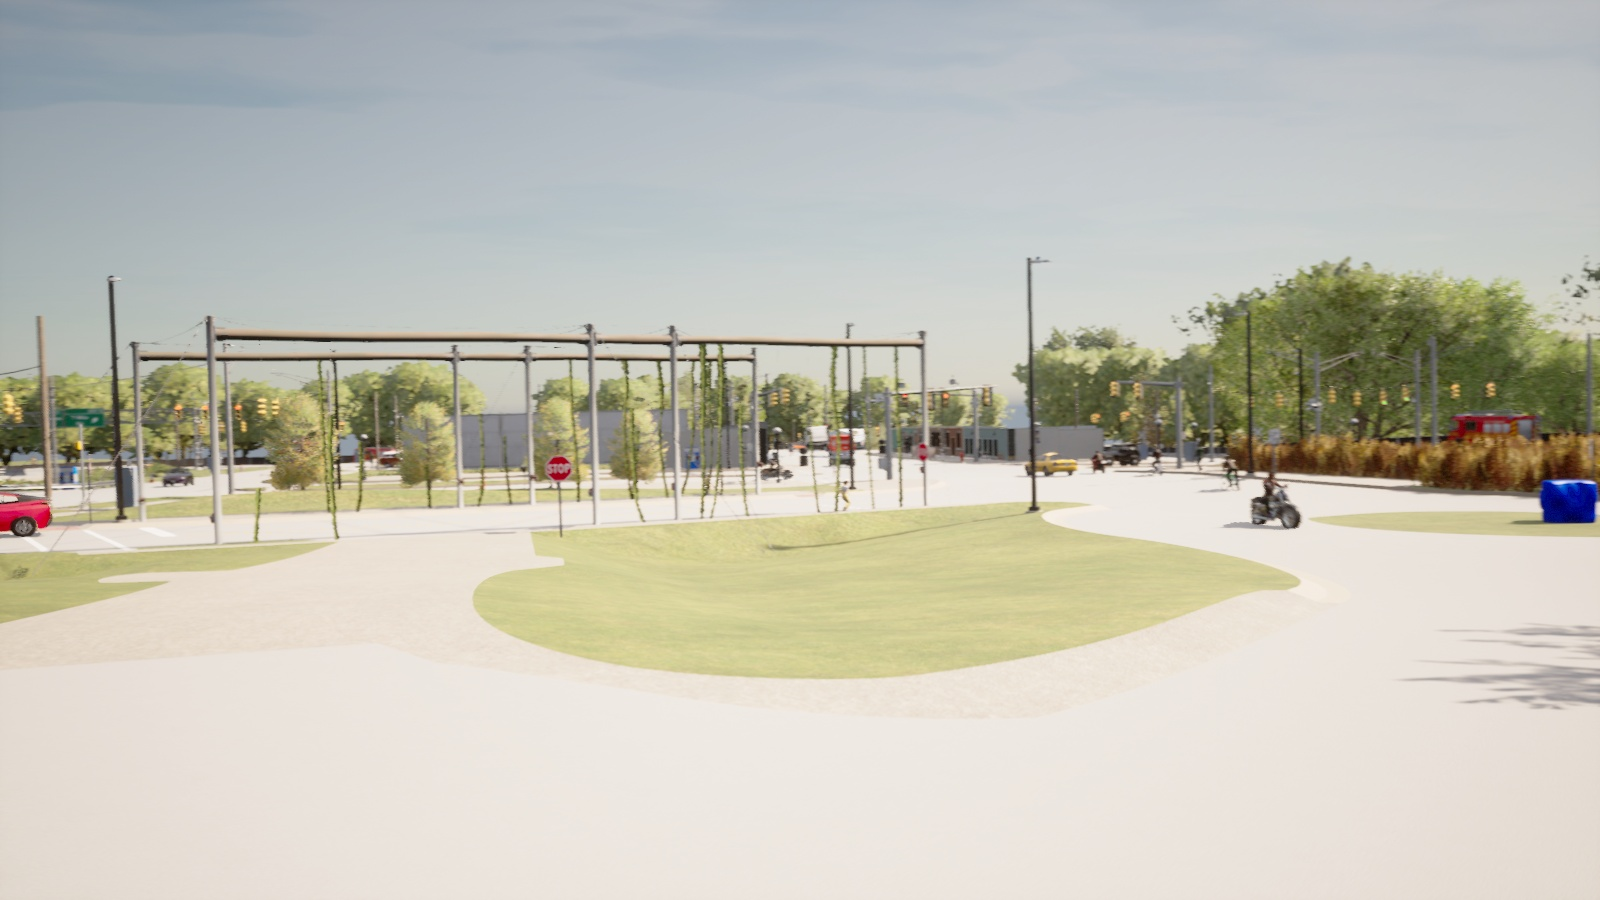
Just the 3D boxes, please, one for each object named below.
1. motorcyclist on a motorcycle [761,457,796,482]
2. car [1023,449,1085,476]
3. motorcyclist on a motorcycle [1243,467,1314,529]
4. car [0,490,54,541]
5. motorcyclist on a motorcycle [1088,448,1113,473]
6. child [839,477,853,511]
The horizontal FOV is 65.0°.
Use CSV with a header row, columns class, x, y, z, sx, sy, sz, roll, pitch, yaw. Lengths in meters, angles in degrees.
class,x,y,z,sx,sy,sz,roll,pitch,yaw
motorcyclist on a motorcycle,-1.490,1.331,87.441,2.350,1.649,0.766,-1,2,-13
car,16.017,0.763,79.498,1.801,1.575,5.366,-2,0,-12
motorcyclist on a motorcycle,13.484,1.333,35.487,0.766,1.649,2.350,0,1,-10
car,-26.993,2.174,40.978,4.514,1.525,2.007,-1,1,-32
motorcyclist on a motorcycle,19.425,0.673,81.193,0.797,1.523,2.044,-2,0,-10
child,1.772,1.682,48.123,0.437,1.263,0.270,-3,2,-36
